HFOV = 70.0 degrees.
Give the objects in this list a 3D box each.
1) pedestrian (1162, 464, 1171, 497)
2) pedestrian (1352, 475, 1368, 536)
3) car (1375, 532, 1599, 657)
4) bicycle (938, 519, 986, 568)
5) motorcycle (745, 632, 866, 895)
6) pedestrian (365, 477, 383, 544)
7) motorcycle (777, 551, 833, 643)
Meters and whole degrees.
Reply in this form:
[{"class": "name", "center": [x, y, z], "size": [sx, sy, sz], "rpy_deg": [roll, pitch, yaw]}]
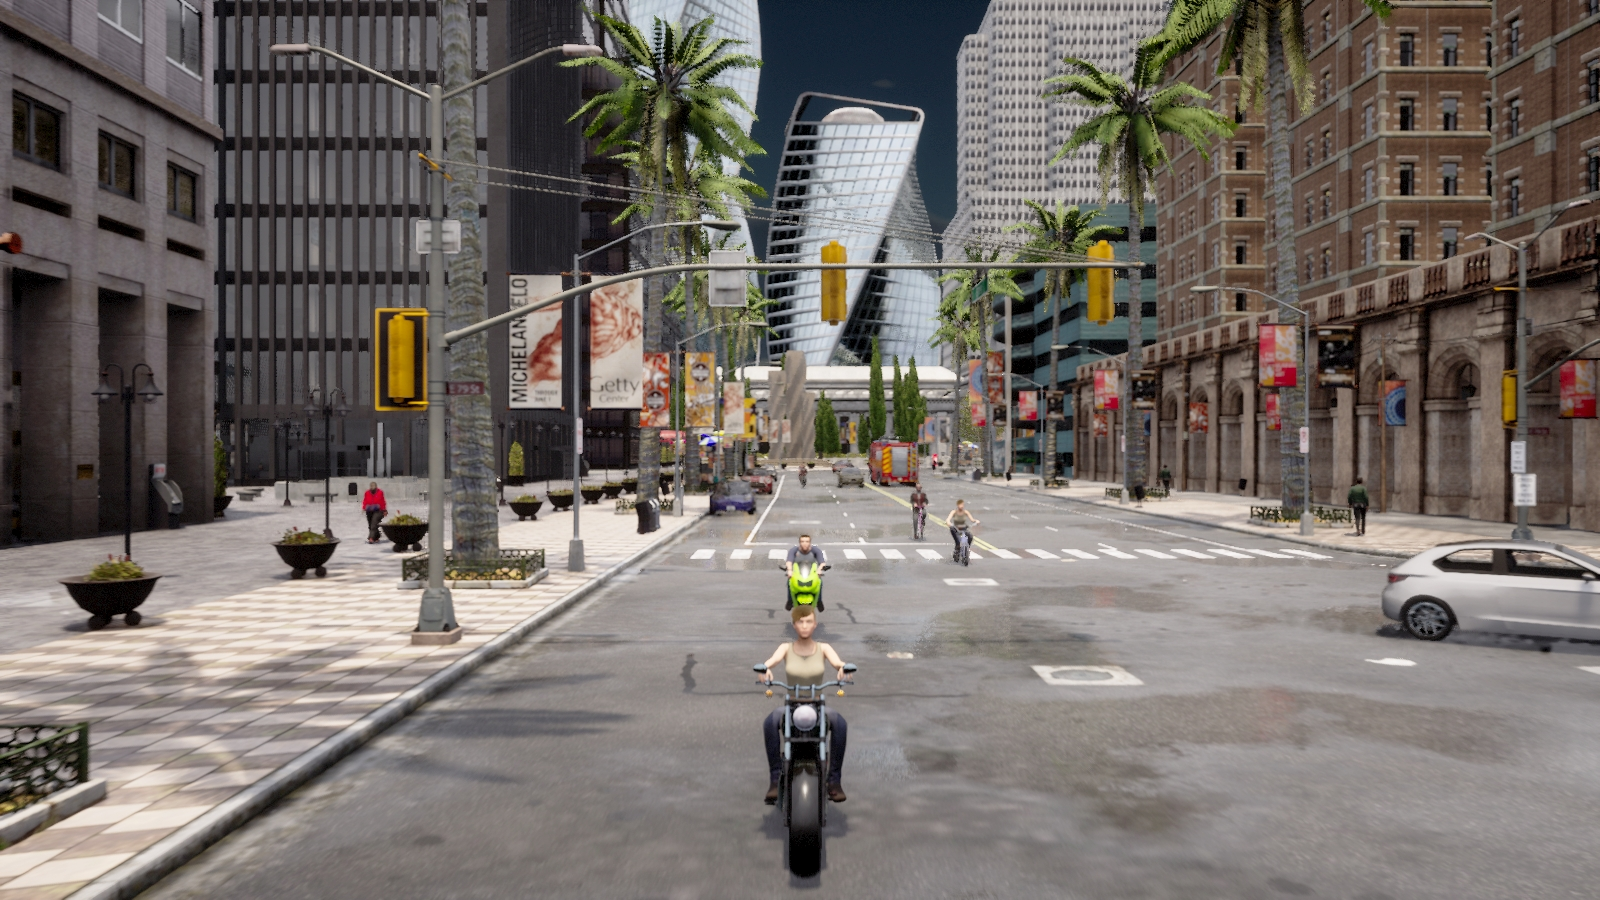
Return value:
[{"class": "pedestrian", "center": [20.537, 1.695, 64.053], "size": [0.375, 1.860, 0.375], "rpy_deg": [0, 0, 0]}, {"class": "pedestrian", "center": [17.188, 1.696, 35.078], "size": [0.375, 1.860, 0.375], "rpy_deg": [0, 0, 36]}, {"class": "car", "center": [10.811, 2.065, 16.570], "size": [4.193, 1.474, 1.816], "rpy_deg": [0, 0, 35]}, {"class": "bicycle", "center": [3.915, 2.256, 27.752], "size": [0.859, 1.080, 1.487], "rpy_deg": [0, 0, -4]}, {"class": "motorcycle", "center": [0.039, 2.169, 8.392], "size": [0.764, 1.277, 2.356], "rpy_deg": [0, 0, 0]}, {"class": "pedestrian", "center": [-11.990, 1.702, 32.133], "size": [0.375, 1.860, 0.375], "rpy_deg": [0, 0, -3]}, {"class": "motorcycle", "center": [0.079, 2.213, 17.479], "size": [0.803, 1.145, 2.033], "rpy_deg": [0, 0, 0]}]
